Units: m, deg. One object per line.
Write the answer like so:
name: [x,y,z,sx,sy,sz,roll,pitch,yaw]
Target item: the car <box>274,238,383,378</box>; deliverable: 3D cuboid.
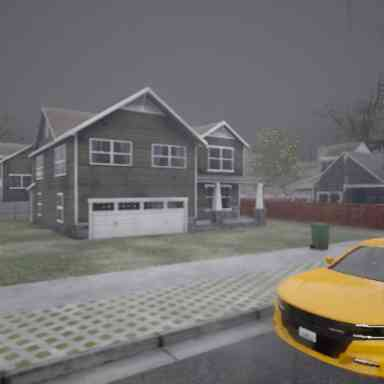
car: [3.530,1.542,5.515,5.008,1.535,1.882,1,-1,-33]
